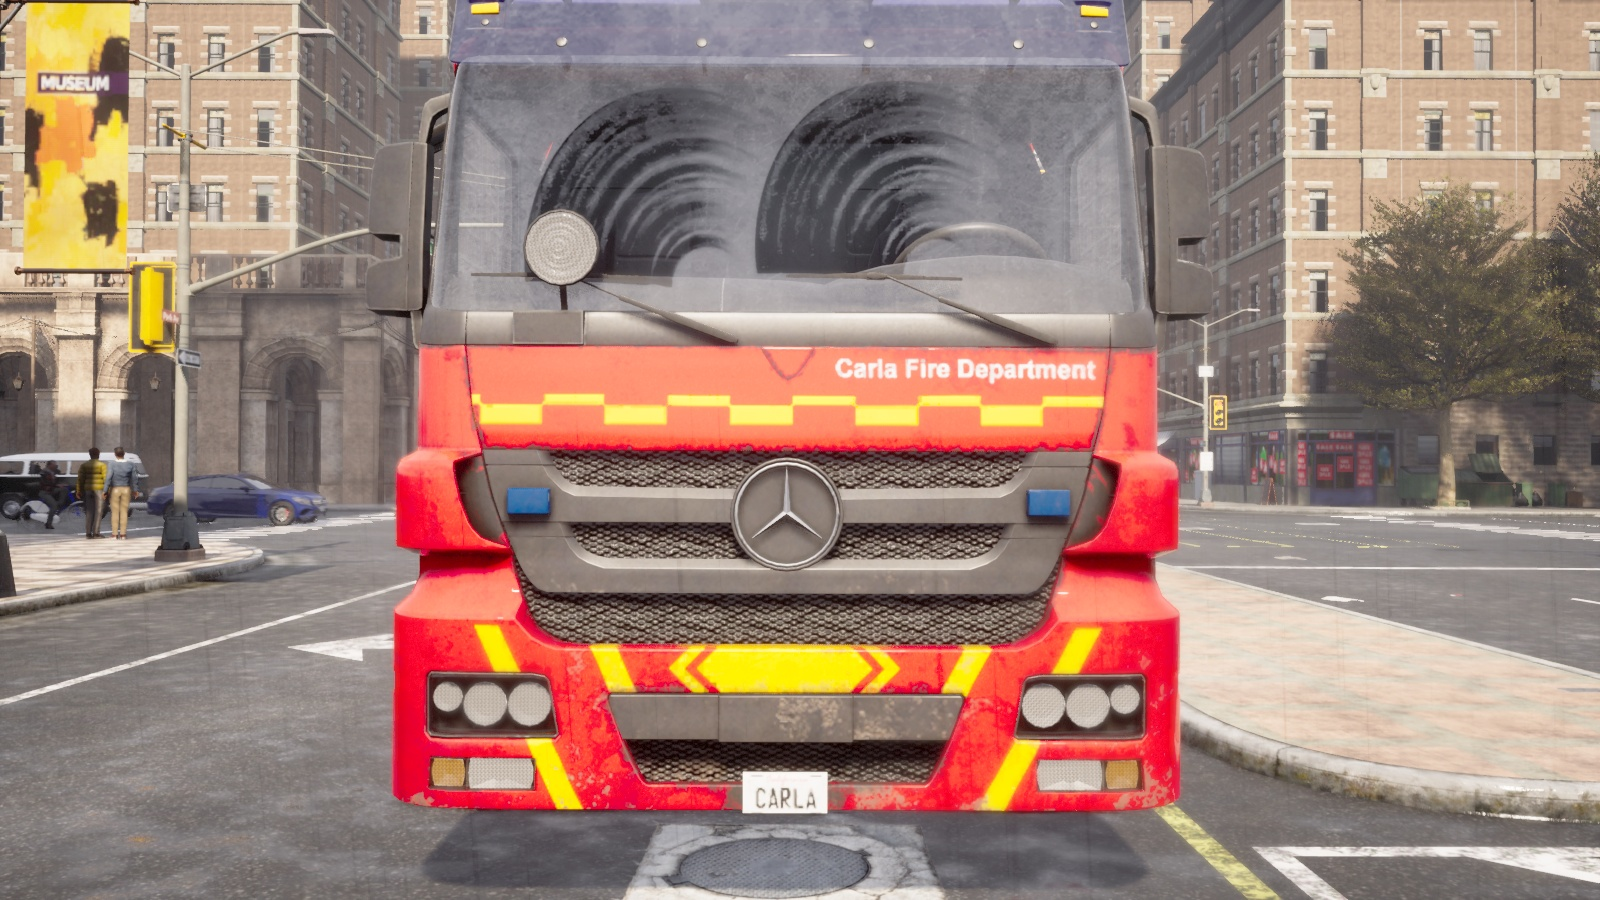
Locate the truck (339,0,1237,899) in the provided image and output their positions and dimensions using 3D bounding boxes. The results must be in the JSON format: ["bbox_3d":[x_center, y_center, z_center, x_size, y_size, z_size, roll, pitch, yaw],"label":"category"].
[{"bbox_3d":[-0.054,-0.211,8.305,2.891,3.827,8.468,0,-1,0],"label":"truck"}]

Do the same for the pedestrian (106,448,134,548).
[{"bbox_3d":[-13.447,0.941,24.820,0.423,1.949,0.788,0,-1,-32],"label":"pedestrian"}]

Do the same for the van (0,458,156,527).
[{"bbox_3d":[-22.358,1.267,38.189,4.480,2.038,2.069,0,-1,0],"label":"van"}]

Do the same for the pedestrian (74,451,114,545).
[{"bbox_3d":[-14.035,0.946,24.985,0.370,1.835,0.726,0,-1,0],"label":"pedestrian"}]

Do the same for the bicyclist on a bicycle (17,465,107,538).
[{"bbox_3d":[-18.338,1.281,31.220,1.843,1.776,0.659,0,-1,0],"label":"bicyclist on a bicycle"}]

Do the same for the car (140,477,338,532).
[{"bbox_3d":[-15.439,1.484,34.741,4.674,1.442,1.812,0,-1,0],"label":"car"}]
